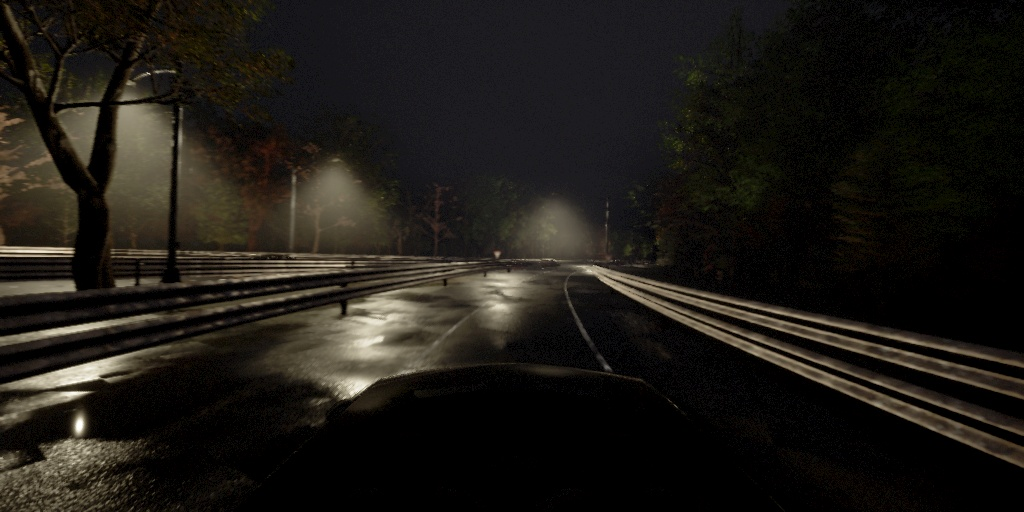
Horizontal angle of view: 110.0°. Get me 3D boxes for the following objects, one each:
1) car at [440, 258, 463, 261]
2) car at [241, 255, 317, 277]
[{"bbox_3d":[-8.617,0.938,53.887,2.033,1.411,5.357,2,0,30],"label":"car"},{"bbox_3d":[-16.598,0.678,25.909,1.837,1.490,4.892,2,0,30],"label":"car"}]
